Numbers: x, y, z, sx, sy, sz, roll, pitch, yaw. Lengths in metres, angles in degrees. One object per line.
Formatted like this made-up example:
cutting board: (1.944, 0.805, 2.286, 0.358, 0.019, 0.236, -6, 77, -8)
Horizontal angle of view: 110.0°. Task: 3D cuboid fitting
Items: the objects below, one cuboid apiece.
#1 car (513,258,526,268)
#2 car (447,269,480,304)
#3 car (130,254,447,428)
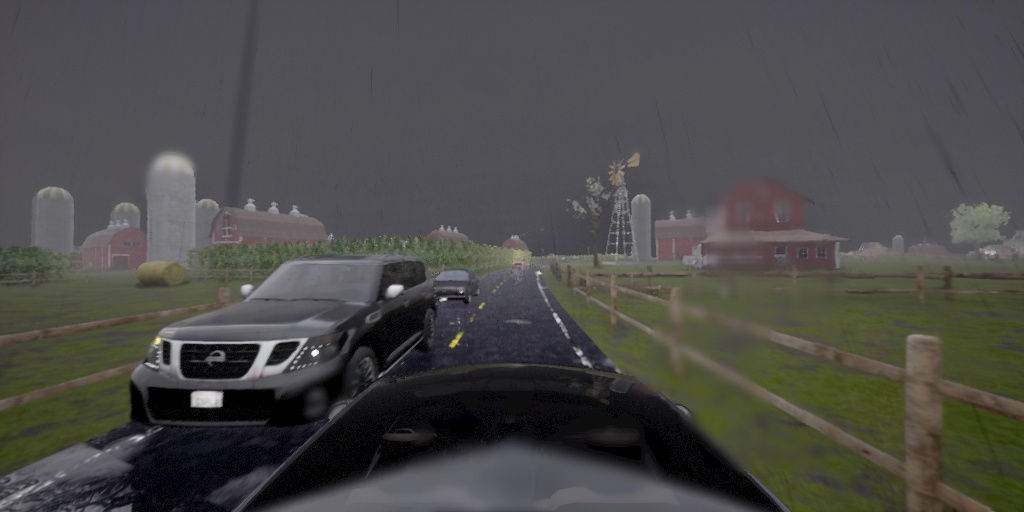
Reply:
car: (1.373, 1.215, 65.194, 2.097, 1.767, 4.553, 0, 0, 8)
car: (-2.612, 1.330, 16.832, 2.033, 1.411, 5.357, 0, 0, 2)
car: (-2.805, 0.982, 6.118, 2.150, 2.045, 5.566, 0, 0, 1)
